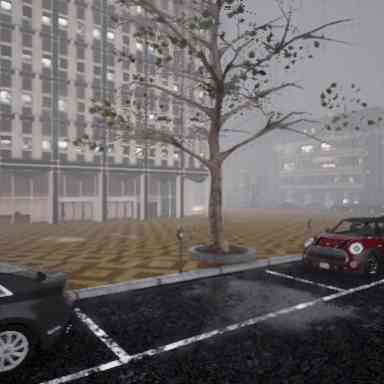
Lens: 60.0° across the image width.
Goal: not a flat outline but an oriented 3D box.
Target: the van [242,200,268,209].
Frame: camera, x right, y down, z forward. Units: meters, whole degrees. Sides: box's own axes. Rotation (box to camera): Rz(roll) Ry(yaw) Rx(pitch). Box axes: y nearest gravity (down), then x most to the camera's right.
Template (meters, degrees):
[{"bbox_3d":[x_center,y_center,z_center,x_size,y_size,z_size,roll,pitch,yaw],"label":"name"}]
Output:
[{"bbox_3d":[12.514,2.435,66.117,1.690,1.788,3.998,-1,0,-36],"label":"van"}]

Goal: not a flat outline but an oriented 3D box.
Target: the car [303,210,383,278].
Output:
[{"bbox_3d":[5.285,1.520,10.350,4.097,1.590,1.967,1,-1,-36],"label":"car"}]

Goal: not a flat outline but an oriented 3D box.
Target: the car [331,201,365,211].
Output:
[{"bbox_3d":[23.531,2.367,50.769,2.008,1.369,4.403,-1,0,-36],"label":"car"}]

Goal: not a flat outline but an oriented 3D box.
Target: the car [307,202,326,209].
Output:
[{"bbox_3d":[23.940,2.567,64.828,1.802,1.307,4.206,-1,0,-36],"label":"car"}]

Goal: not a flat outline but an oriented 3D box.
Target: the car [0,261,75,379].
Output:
[{"bbox_3d":[-3.709,1.545,3.921,4.403,1.369,2.008,1,-1,-36],"label":"car"}]

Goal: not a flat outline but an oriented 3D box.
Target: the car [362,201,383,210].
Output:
[{"bbox_3d":[26.802,2.285,46.262,2.008,1.369,4.403,-1,0,-36],"label":"car"}]

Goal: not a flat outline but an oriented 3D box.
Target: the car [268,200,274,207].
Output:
[{"bbox_3d":[17.335,2.590,73.799,1.967,1.590,4.097,-1,0,-36],"label":"car"}]

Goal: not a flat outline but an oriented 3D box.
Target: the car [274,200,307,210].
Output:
[{"bbox_3d":[17.442,2.514,59.236,1.887,1.381,4.507,-1,0,-36],"label":"car"}]

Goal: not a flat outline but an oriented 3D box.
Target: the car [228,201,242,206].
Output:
[{"bbox_3d":[10.791,2.896,82.810,1.802,1.307,4.206,-1,0,-36],"label":"car"}]

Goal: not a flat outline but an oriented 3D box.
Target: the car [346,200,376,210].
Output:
[{"bbox_3d":[29.207,2.295,57.653,1.967,1.590,4.097,-1,0,-36],"label":"car"}]
